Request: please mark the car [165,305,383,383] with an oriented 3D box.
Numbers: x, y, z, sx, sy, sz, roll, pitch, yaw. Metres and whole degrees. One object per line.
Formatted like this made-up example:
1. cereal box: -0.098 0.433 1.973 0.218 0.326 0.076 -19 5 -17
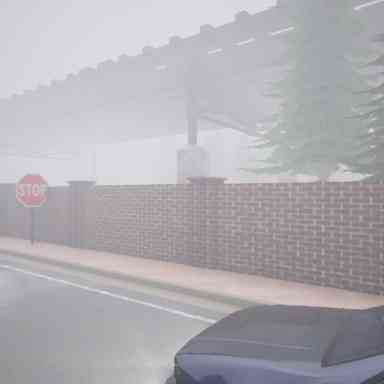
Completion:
1. car: 2.356 1.548 2.312 5.357 1.411 2.033 0 0 36
